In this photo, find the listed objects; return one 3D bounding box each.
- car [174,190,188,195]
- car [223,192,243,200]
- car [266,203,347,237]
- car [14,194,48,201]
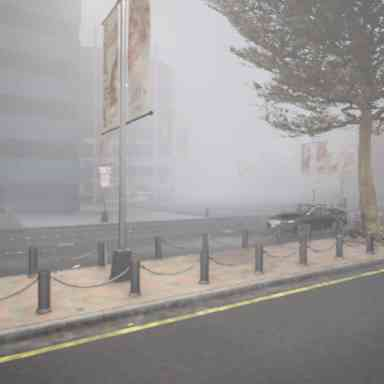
[{"bbox_3d":[-3.353,0.300,81.768,5.008,1.535,1.882,1,1,26],"label":"car"},{"bbox_3d":[8.853,0.839,72.098,1.882,1.535,5.008,0,1,-39],"label":"car"},{"bbox_3d":[5.963,1.357,17.158,4.902,1.511,2.128,0,1,-32],"label":"car"},{"bbox_3d":[-17.195,0.904,34.297,4.674,1.452,2.002,0,1,-32],"label":"car"}]
